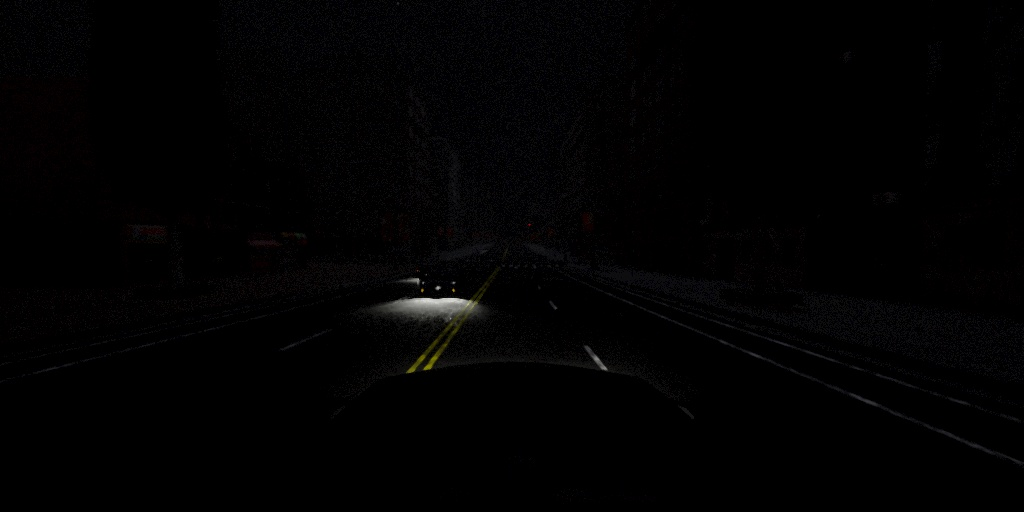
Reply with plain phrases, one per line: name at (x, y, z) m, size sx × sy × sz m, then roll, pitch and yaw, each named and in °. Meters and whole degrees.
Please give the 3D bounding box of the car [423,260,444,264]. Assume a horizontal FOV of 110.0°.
car at (-6.605, 1.027, 30.393) m, size 2.033 × 1.411 × 5.357 m, roll 0°, pitch 1°, yaw 0°

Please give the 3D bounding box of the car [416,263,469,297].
car at (-3.355, 1.227, 18.228) m, size 1.994 × 1.385 × 4.181 m, roll 0°, pitch 1°, yaw 0°
